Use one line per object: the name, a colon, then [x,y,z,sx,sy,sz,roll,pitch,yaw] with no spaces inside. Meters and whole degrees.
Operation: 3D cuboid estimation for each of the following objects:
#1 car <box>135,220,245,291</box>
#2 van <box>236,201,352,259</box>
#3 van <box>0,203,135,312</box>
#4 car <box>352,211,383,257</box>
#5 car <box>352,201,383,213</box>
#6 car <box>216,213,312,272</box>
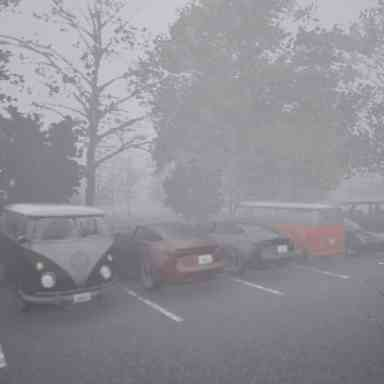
car: [-1.055,1.553,9.342,2.163,1.488,4.792,1,0,-35]
van: [3.302,1.370,12.557,1.878,1.987,4.442,1,-1,-35]
van: [-3.213,1.270,7.634,1.878,1.987,4.442,1,0,-36]
car: [5.739,1.670,14.117,2.163,1.488,4.792,1,-1,-36]
car: [7.965,1.435,15.773,2.435,2.045,5.566,1,-1,-35]
car: [1.094,1.585,10.875,2.163,1.488,4.792,1,-1,-35]
